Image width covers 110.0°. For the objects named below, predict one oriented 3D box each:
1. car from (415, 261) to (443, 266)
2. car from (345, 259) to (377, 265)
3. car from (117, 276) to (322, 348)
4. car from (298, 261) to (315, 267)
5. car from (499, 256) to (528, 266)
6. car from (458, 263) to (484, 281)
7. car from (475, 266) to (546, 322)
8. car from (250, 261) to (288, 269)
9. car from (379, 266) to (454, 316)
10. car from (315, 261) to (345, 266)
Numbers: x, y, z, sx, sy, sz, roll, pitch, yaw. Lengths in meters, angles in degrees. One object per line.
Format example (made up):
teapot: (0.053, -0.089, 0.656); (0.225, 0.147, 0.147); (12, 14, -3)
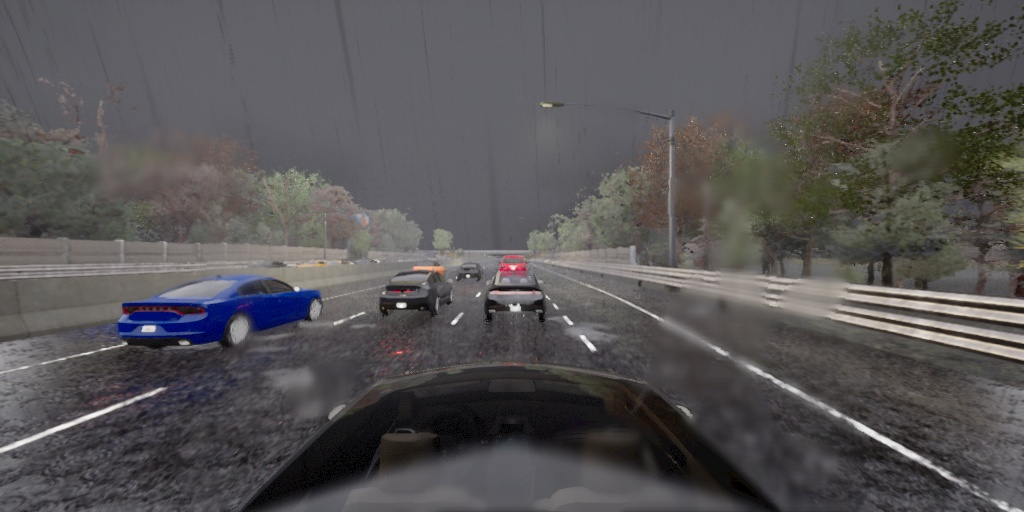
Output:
car: (-6.908, 1.158, 29.964); (2.097, 1.767, 4.553); (0, 0, 0)
car: (-17.593, 1.191, 42.826); (2.097, 1.767, 4.553); (0, 0, 0)
car: (-6.902, 1.240, 9.295); (1.882, 1.535, 5.008); (0, 0, 0)
car: (-24.587, 1.323, 44.609); (1.882, 1.535, 5.008); (0, 0, 0)
car: (0.090, 1.026, 29.355); (2.150, 2.045, 5.566); (0, 0, 0)
car: (-3.407, 1.312, 30.234); (1.837, 1.490, 4.892); (0, 0, 0)
car: (0.098, 1.260, 12.418); (2.128, 1.511, 4.902); (0, 0, 0)
car: (-28.089, 1.344, 41.603); (1.837, 1.490, 4.892); (0, -1, 0)
car: (-3.402, 1.275, 13.450); (1.837, 1.490, 4.892); (0, 0, 0)
car: (-21.092, 1.319, 43.099); (1.882, 1.535, 5.008); (0, 0, 0)
